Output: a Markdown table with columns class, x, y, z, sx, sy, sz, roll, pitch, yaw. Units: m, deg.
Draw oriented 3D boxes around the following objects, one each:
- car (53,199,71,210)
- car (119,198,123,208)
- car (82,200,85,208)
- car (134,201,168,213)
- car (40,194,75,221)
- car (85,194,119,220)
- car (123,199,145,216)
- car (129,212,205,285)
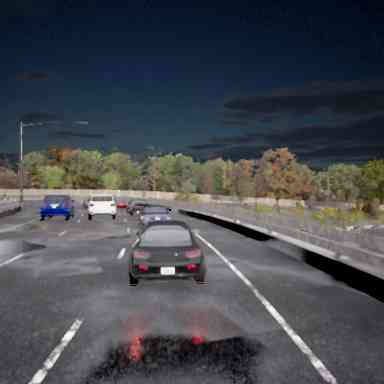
| class | x | y | z | sx | sy | sz | roll | pitch | yaw |
| --- | --- | --- | --- | --- | --- | --- | --- | --- | --- |
| car | -16.908 | 1.566 | 43.220 | 1.895 | 1.301 | 4.718 | 0 | 0 | -24 |
| car | -9.891 | 1.523 | 44.650 | 1.994 | 1.385 | 4.181 | 0 | 0 | -24 |
| car | -13.457 | 1.509 | 44.153 | 2.033 | 1.411 | 5.357 | 0 | 0 | -24 |
| car | -2.402 | 1.527 | 20.956 | 2.033 | 1.411 | 5.357 | 0 | 0 | -11 |
| car | -11.065 | 1.202 | 27.548 | 2.150 | 2.045 | 5.566 | 0 | 0 | -15 |
| car | -7.730 | 1.194 | 28.574 | 2.150 | 2.045 | 5.566 | 0 | 0 | -16 |
| car | -5.349 | 1.475 | 32.747 | 1.837 | 1.490 | 4.892 | 0 | 0 | -16 |
| car | -0.722 | 1.516 | 9.420 | 1.812 | 1.442 | 4.674 | 0 | 0 | -5 |
